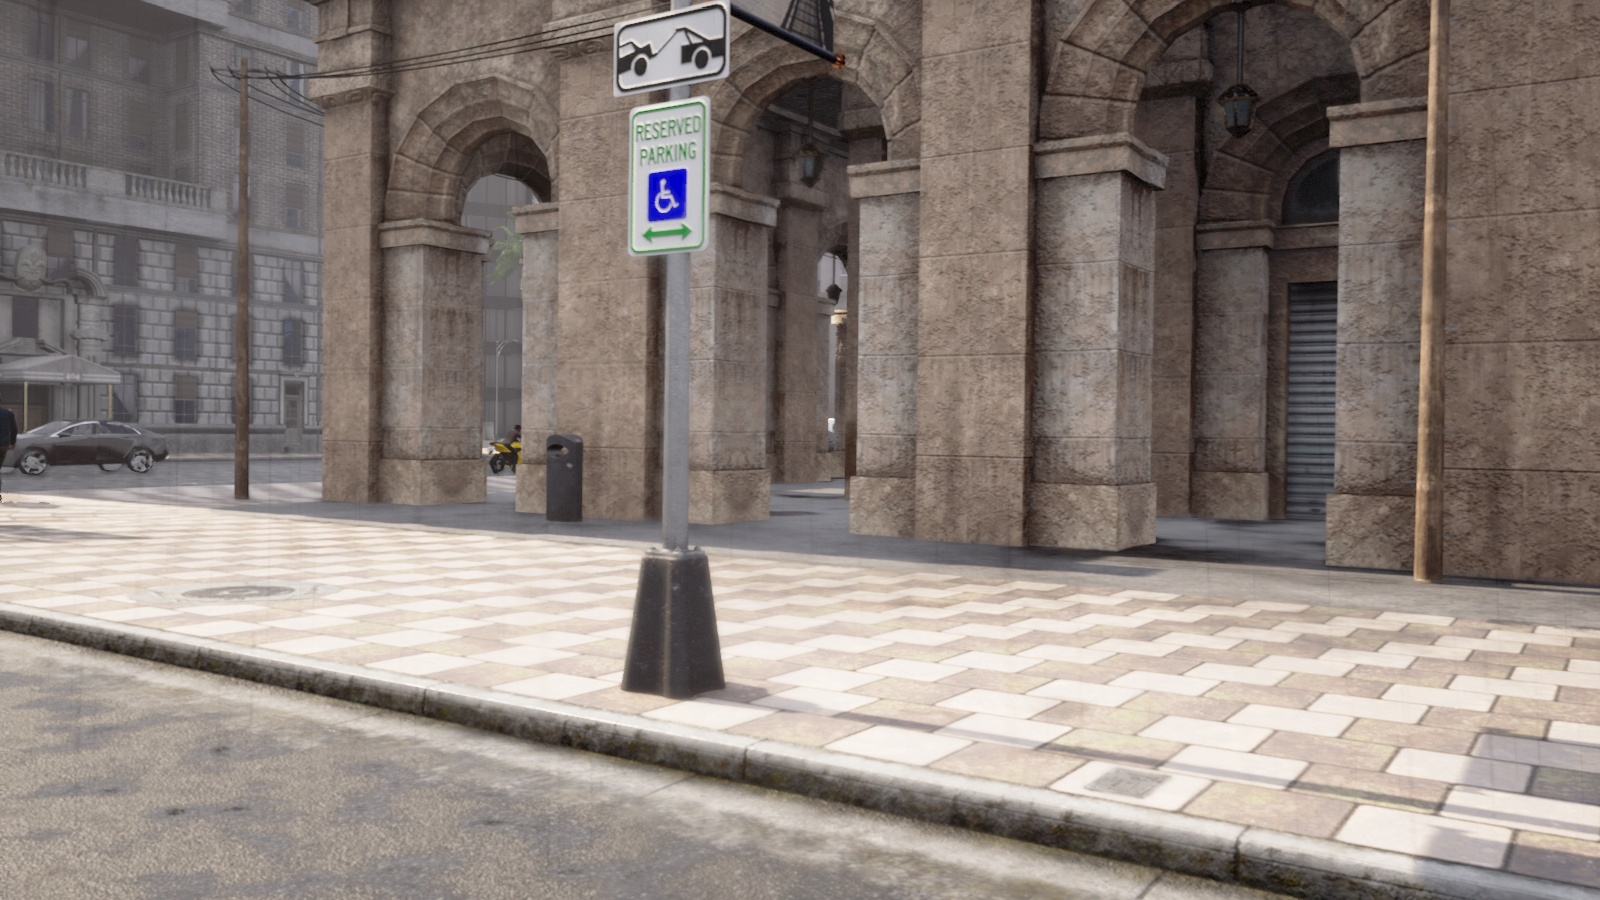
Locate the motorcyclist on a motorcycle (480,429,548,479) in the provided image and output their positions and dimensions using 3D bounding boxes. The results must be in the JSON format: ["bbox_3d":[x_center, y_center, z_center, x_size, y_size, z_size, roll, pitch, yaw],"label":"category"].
[{"bbox_3d":[-8.878,0.110,39.056,0.797,1.523,2.044,0,1,34],"label":"motorcyclist on a motorcycle"}]

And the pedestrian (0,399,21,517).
[{"bbox_3d":[-12.700,0.120,19.816,0.726,1.842,0.402,0,1,33],"label":"pedestrian"}]

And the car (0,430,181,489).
[{"bbox_3d":[-20.092,0.208,34.736,2.128,1.511,4.902,0,1,33],"label":"car"}]
